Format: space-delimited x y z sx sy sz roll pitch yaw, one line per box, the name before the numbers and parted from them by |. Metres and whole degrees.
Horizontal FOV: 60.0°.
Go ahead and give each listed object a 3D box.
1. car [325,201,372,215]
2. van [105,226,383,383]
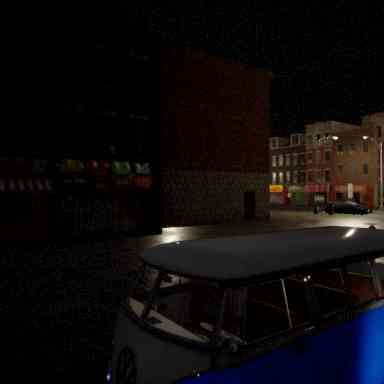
car | 15.151 1.564 32.388 1.994 1.385 4.181 0 0 -35
van | 1.096 1.340 3.603 3.998 1.788 1.690 0 0 -36
